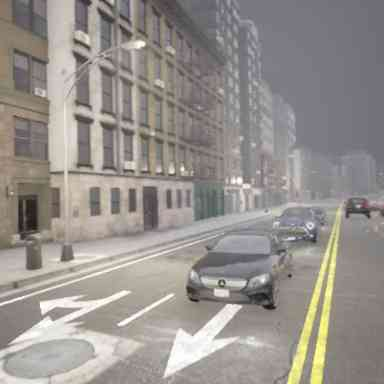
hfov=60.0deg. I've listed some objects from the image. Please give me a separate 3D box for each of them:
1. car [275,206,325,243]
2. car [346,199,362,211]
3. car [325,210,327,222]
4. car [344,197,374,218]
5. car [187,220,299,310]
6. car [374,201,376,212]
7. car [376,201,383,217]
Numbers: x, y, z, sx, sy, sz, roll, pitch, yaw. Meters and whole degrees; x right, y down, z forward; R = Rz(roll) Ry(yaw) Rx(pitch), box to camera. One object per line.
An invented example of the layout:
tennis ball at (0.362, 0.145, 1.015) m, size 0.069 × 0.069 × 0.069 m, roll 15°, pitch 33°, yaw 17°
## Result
car at (5.571, 1.597, 17.503) m, size 2.097 × 1.767 × 4.553 m, roll -2°, pitch -1°, yaw 25°
car at (22.743, 1.856, 46.950) m, size 1.882 × 1.535 × 5.008 m, roll -2°, pitch -1°, yaw 25°
car at (10.004, 1.877, 27.207) m, size 2.033 × 1.411 × 5.357 m, roll -2°, pitch -1°, yaw 25°
car at (16.515, 1.512, 33.249) m, size 2.150 × 2.045 × 5.566 m, roll -2°, pitch -1°, yaw 24°
car at (1.459, 1.680, 8.452) m, size 1.812 × 1.442 × 4.674 m, roll -2°, pitch -1°, yaw 23°
car at (24.583, 1.837, 43.362) m, size 1.994 × 1.385 × 4.181 m, roll -2°, pitch -1°, yaw 25°
car at (20.244, 1.774, 33.741) m, size 1.994 × 1.385 × 4.181 m, roll -2°, pitch -1°, yaw 25°
